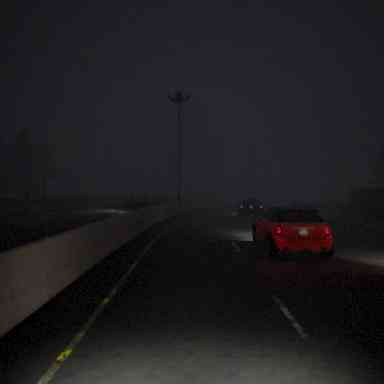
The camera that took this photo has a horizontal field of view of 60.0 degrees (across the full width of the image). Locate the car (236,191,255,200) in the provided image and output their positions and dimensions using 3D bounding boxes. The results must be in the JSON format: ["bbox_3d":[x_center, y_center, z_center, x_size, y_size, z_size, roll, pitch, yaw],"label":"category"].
[{"bbox_3d":[12.749,0.779,79.305,2.150,2.045,5.566,0,0,37],"label":"car"}]

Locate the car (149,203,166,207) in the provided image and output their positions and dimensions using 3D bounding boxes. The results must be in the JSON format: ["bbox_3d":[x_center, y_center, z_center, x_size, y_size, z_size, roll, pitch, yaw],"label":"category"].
[{"bbox_3d":[-3.298,1.400,40.106,1.812,1.442,4.674,0,0,16],"label":"car"}]

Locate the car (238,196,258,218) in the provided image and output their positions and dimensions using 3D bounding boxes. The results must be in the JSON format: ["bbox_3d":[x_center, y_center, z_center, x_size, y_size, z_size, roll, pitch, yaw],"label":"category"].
[{"bbox_3d":[5.115,1.262,28.813,2.097,1.767,4.553,0,0,9],"label":"car"}]

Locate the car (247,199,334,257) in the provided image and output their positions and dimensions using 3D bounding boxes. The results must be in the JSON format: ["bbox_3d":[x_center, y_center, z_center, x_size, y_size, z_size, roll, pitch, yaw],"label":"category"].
[{"bbox_3d":[3.646,1.312,12.870,2.097,1.767,4.553,0,0,1],"label":"car"}]

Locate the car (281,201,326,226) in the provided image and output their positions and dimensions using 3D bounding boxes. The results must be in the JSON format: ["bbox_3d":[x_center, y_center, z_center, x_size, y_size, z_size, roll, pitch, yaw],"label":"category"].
[{"bbox_3d":[7.883,1.473,24.067,2.033,1.411,5.357,0,0,7],"label":"car"}]
